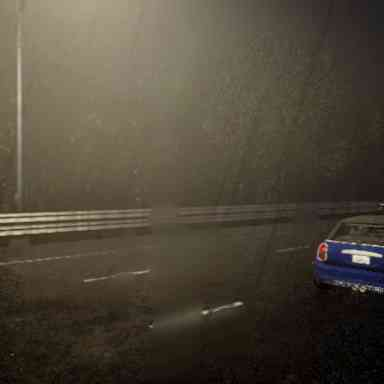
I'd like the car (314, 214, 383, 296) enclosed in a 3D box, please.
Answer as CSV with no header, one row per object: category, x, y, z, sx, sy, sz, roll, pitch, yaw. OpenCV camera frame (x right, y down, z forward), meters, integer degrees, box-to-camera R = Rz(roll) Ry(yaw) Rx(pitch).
car,4.785,1.347,8.153,2.097,1.767,4.553,0,0,43
